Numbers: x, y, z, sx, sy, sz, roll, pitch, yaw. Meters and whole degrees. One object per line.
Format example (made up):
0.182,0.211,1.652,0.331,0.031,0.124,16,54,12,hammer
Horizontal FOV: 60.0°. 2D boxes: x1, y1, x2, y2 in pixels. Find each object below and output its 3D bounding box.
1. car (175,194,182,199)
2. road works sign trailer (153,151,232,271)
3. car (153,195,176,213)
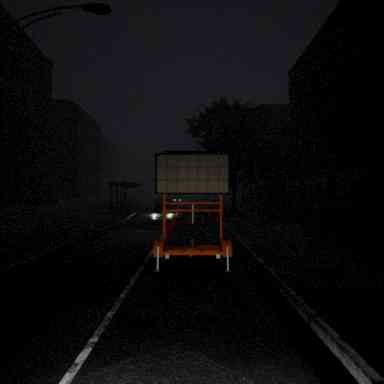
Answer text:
-3.319,1.006,77.493,1.994,1.385,4.181,0,0,0,car
0.023,0.470,10.849,2.380,3.560,2.880,0,0,0,road works sign trailer
-3.092,1.384,36.029,1.882,1.535,5.008,0,1,0,car
